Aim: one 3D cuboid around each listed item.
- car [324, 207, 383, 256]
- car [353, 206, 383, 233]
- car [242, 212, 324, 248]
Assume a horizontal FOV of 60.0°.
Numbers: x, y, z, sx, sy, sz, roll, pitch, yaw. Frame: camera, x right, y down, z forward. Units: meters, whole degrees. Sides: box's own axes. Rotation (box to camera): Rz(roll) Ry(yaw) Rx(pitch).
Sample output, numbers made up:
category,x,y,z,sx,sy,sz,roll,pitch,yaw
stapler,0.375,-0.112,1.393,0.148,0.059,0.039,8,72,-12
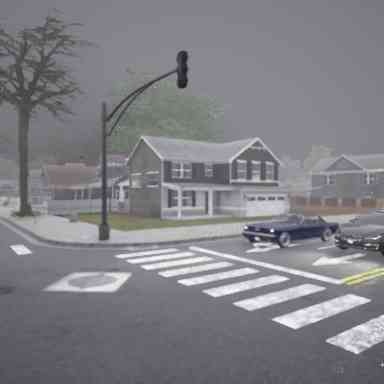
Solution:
category,x,y,z,sx,sy,sz,roll,pitch,yaw
car,7.609,1.495,13.052,4.892,1.490,1.837,0,0,-33
car,11.930,1.584,20.171,4.718,1.301,1.895,0,0,-35
car,4.465,1.593,14.847,4.718,1.301,1.895,0,0,-35
